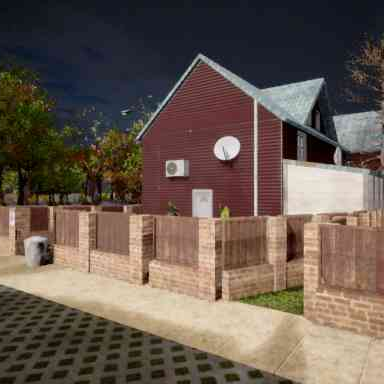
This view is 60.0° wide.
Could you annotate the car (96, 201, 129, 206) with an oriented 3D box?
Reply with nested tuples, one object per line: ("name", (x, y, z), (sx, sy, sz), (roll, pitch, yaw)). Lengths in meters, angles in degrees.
("car", (-8.404, 1.636, 34.094), (2.033, 1.411, 5.357), (0, 0, 35))
